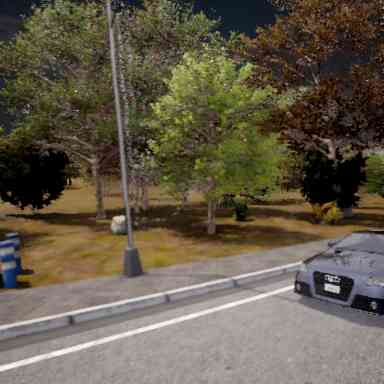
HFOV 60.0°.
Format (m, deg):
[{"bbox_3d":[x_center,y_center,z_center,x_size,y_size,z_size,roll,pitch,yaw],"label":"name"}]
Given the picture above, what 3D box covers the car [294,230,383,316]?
[{"bbox_3d":[4.114,1.579,7.338,4.181,1.385,1.994,0,0,-39],"label":"car"}]
